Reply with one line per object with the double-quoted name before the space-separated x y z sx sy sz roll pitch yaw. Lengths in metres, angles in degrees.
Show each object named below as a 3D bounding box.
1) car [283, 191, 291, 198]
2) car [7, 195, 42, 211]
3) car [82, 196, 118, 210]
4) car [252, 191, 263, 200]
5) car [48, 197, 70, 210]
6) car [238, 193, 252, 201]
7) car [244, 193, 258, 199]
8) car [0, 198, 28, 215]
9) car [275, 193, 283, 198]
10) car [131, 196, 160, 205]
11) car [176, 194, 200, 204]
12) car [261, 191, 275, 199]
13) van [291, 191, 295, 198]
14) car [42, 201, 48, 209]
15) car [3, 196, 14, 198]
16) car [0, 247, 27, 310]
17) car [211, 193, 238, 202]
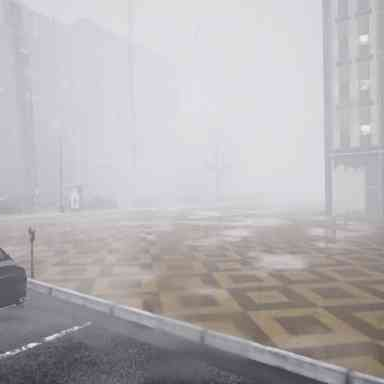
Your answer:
"car" 22.148 0.931 82.076 1.802 1.307 4.206 -1 0 36
"car" -20.302 1.228 37.746 2.192 1.841 5.009 -1 0 36
"car" -10.273 1.186 37.307 1.967 1.590 4.097 -1 0 36
"car" 12.422 1.046 68.645 1.802 1.307 4.206 -1 0 36
"car" -14.735 1.355 41.052 1.812 1.442 4.674 -1 0 36
"car" 9.180 1.047 64.169 1.887 1.381 4.507 -1 0 36
"car" 15.362 1.039 86.992 1.947 1.339 4.313 -1 0 36
"car" -16.755 1.413 28.353 1.802 1.307 4.206 -1 0 36
"car" 18.906 0.937 77.599 2.008 1.369 4.403 -1 0 36
"car" -7.198 1.332 51.406 1.895 1.301 4.718 -1 0 36
"car" -0.547 1.062 50.738 1.967 1.590 4.097 -1 0 36
"car" 15.661 0.740 73.122 2.192 1.841 5.009 -1 0 36
"van" 25.388 0.654 86.553 1.690 1.788 3.998 -1 0 36
"car" -17.058 1.415 42.224 1.887 1.381 4.507 -1 0 36
"car" -20.718 1.412 32.769 1.837 1.490 4.892 -1 0 36
"car" -4.994 1.553 6.609 4.403 1.369 2.008 0 -1 36
"car" 5.938 1.093 59.692 2.008 1.369 4.403 -1 0 36
